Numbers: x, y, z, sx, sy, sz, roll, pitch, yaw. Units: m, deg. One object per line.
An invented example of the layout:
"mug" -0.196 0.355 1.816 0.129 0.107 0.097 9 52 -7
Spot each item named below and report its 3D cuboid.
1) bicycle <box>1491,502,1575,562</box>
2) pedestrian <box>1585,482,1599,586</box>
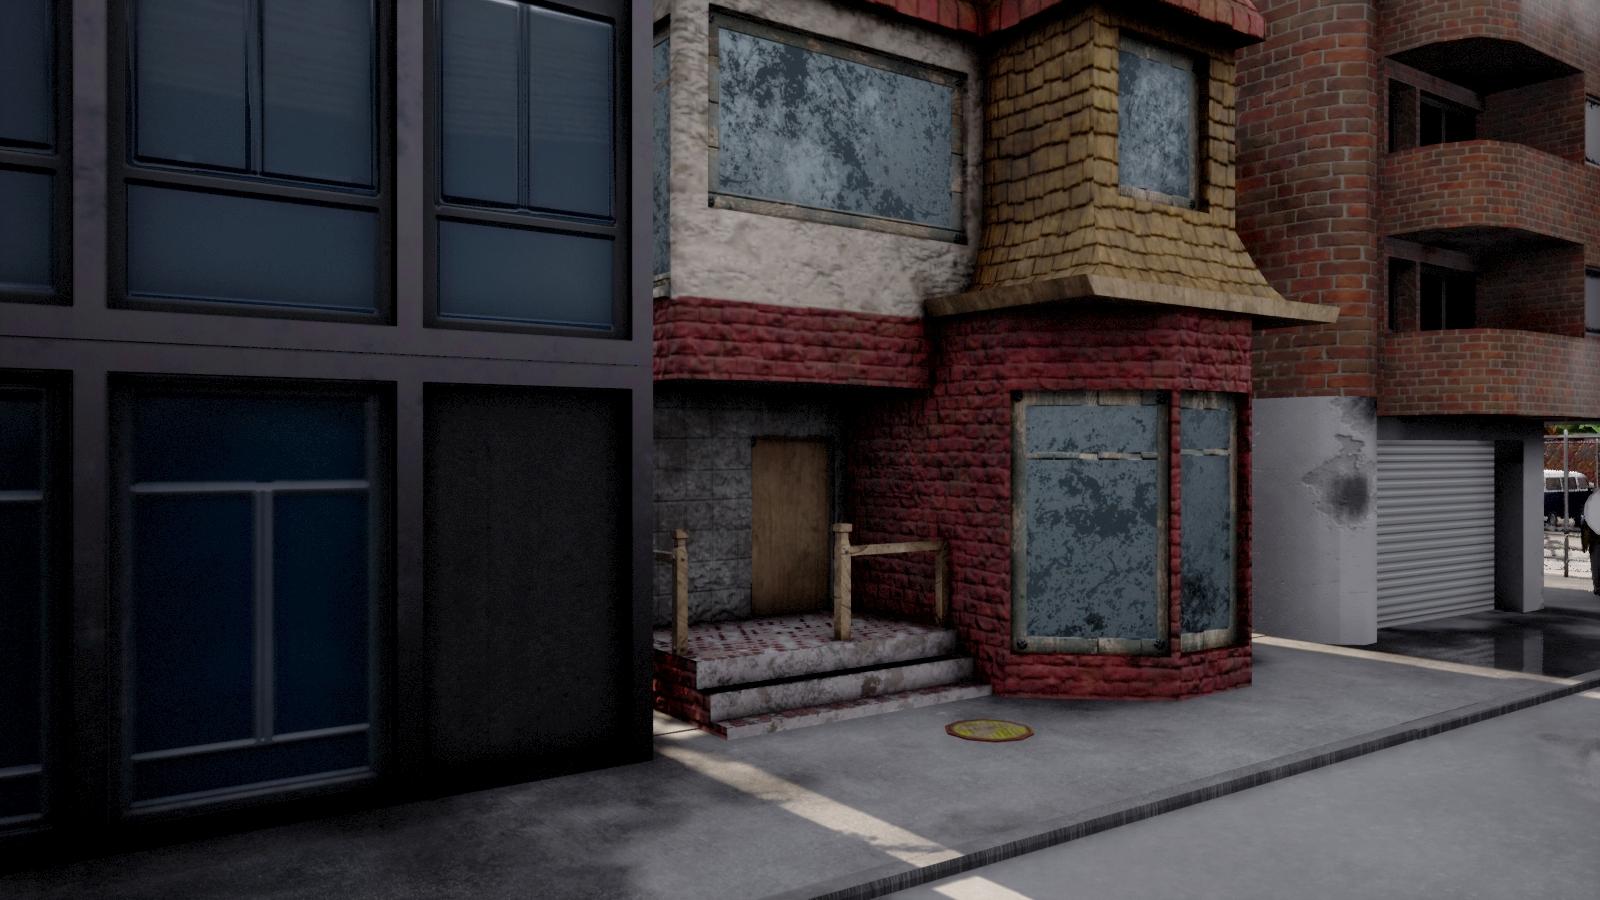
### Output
"bicycle" 17.312 1.924 27.007 0.373 1.296 1.643 0 0 -34
"pedestrian" 14.391 1.506 20.579 0.375 1.860 0.375 0 0 29
